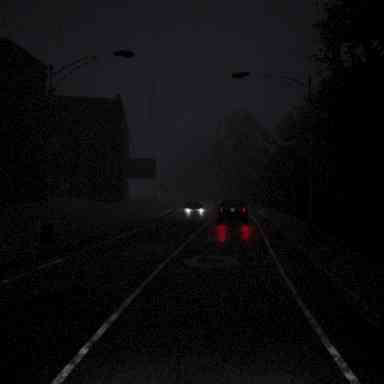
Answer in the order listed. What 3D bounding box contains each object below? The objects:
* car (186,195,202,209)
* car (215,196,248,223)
[{"bbox_3d":[0.201,1.177,41.295,1.882,1.535,5.008,1,1,-2],"label":"car"},{"bbox_3d":[3.068,1.258,25.127,2.097,1.767,4.553,0,1,7],"label":"car"}]
